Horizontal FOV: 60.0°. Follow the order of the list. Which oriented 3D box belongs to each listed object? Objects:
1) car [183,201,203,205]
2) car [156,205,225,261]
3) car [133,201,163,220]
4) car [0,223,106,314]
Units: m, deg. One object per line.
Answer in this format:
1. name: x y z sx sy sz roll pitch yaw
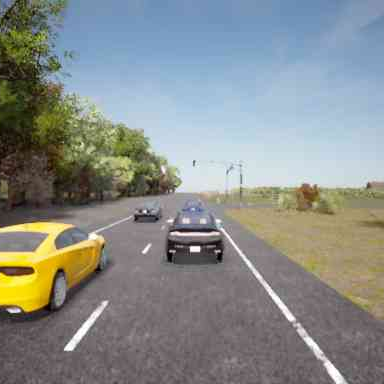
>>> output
1. car: 0.097 1.448 29.668 1.994 1.385 4.181 0 0 0
2. car: 0.094 1.444 12.105 2.128 1.511 4.902 0 0 0
3. car: -3.402 1.445 26.474 2.033 1.411 5.357 0 0 0
4. car: -3.410 1.449 7.686 1.882 1.535 5.008 0 0 0
